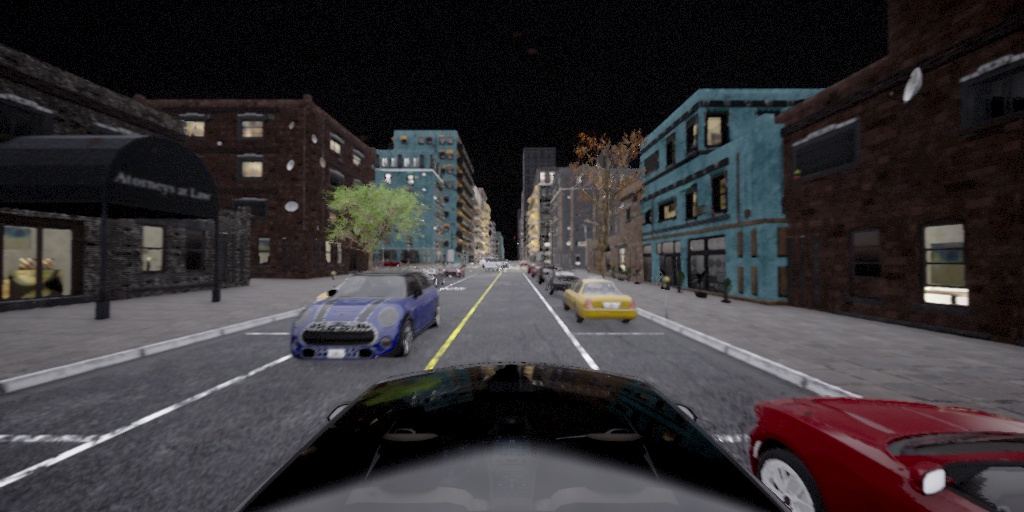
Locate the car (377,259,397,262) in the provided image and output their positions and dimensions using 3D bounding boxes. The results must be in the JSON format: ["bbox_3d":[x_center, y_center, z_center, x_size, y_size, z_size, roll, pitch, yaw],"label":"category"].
[{"bbox_3d":[-20.007,1.256,59.325,4.507,1.381,1.888,0,0,-1],"label":"car"}]

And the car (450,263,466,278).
[{"bbox_3d":[-5.817,1.389,35.904,1.967,1.591,4.097,0,0,0],"label":"car"}]

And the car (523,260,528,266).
[{"bbox_3d":[2.822,1.556,46.006,1.888,1.381,4.507,0,0,0],"label":"car"}]

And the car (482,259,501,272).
[{"bbox_3d":[-2.999,1.617,53.162,1.812,1.442,4.674,0,0,0],"label":"car"}]

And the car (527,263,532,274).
[{"bbox_3d":[2.823,1.538,37.004,1.802,1.307,4.207,0,0,0],"label":"car"}]

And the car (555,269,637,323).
[{"bbox_3d":[2.753,1.334,12.238,1.751,1.417,4.829,0,0,0],"label":"car"}]

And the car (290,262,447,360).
[{"bbox_3d":[-3.100,1.141,8.577,2.097,1.767,4.553,0,0,0],"label":"car"}]

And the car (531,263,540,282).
[{"bbox_3d":[2.822,1.468,28.003,1.948,1.339,4.313,0,0,0],"label":"car"}]

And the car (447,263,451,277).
[{"bbox_3d":[-5.811,1.436,25.085,2.007,1.370,4.403,0,0,0],"label":"car"}]

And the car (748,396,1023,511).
[{"bbox_3d":[2.699,1.291,1.001,1.888,1.381,4.507,0,0,0],"label":"car"}]

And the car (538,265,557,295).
[{"bbox_3d":[2.793,1.408,20.458,2.007,1.370,4.403,0,0,0],"label":"car"}]

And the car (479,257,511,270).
[{"bbox_3d":[-2.893,1.258,62.262,5.566,2.045,2.150,1,-1,-1],"label":"car"}]
